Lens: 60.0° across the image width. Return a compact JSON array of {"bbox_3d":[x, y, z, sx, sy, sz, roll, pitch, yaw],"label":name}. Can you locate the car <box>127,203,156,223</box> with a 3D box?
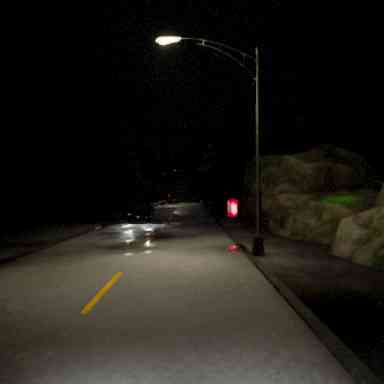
[{"bbox_3d":[-4.104,1.695,27.585,1.837,1.490,4.892,0,-1,0],"label":"car"}]

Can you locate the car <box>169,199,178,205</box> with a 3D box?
[{"bbox_3d":[-4.032,2.184,72.376,2.128,1.511,4.902,0,0,0],"label":"car"}]
